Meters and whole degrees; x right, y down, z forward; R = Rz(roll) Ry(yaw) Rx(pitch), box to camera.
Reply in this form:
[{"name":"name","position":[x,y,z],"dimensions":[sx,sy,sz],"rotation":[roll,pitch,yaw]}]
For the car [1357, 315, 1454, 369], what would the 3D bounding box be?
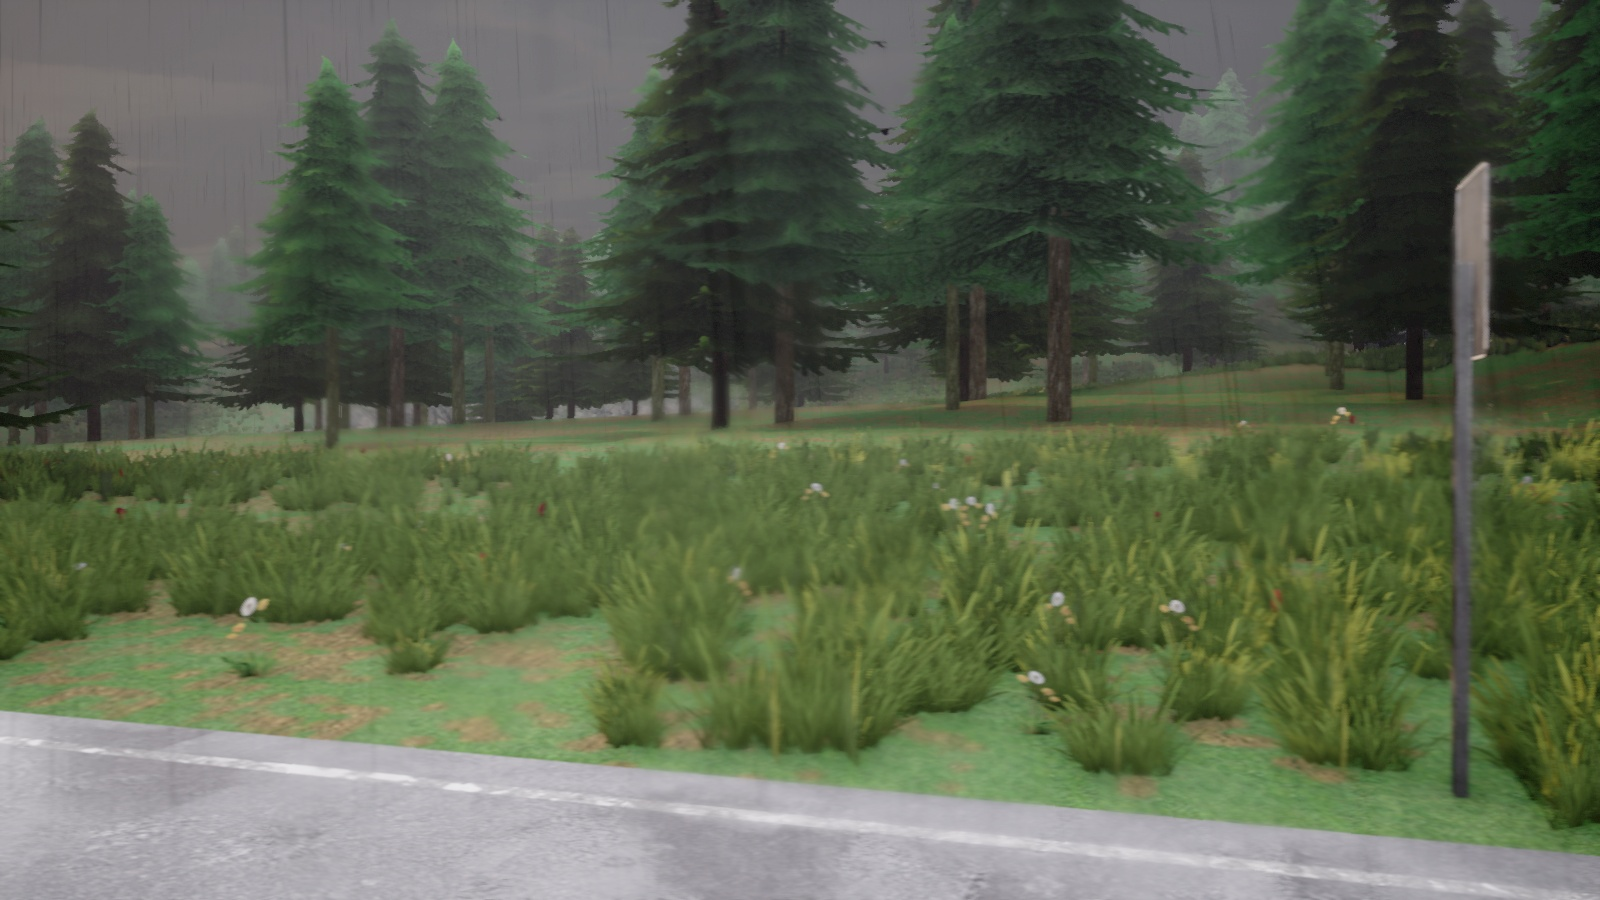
[{"name":"car","position":[28.139,-4.972,58.511],"dimensions":[1.905,1.878,3.866],"rotation":[0,-4,-16]}]
